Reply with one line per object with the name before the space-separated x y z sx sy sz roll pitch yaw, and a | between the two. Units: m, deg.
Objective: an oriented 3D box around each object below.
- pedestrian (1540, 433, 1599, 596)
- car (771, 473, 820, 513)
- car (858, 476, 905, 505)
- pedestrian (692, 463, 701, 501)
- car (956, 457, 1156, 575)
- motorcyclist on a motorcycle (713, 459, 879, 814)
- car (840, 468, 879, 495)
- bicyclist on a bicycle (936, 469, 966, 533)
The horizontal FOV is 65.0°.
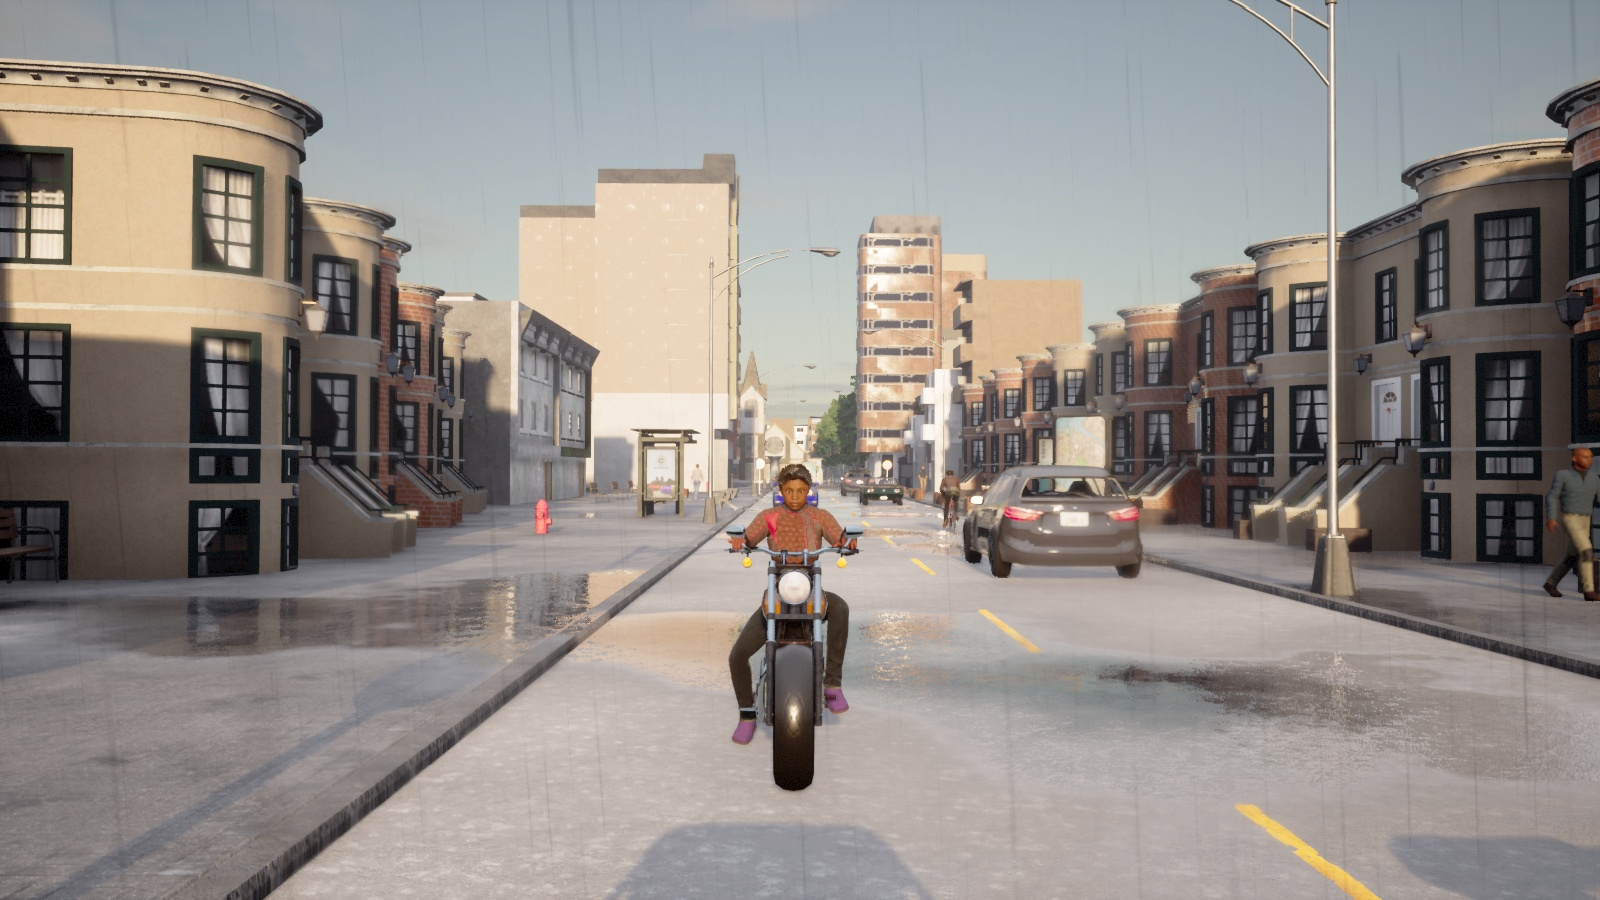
pedestrian | 8.997 0.732 14.518 0.370 1.835 0.726 0 -1 -9
car | -0.157 1.647 48.822 1.816 1.474 4.193 0 -1 0
car | 3.809 1.894 59.334 1.895 1.301 4.718 0 -1 0
pedestrian | -5.099 1.582 61.902 0.354 1.836 0.706 0 -1 0
car | 3.934 0.982 20.196 2.242 1.667 4.611 0 -1 0
motorcyclist on a motorcycle | -0.025 0.883 7.031 0.766 1.649 2.350 0 -1 0
car | 3.717 1.980 79.743 2.242 1.667 4.611 0 -1 0
bicyclist on a bicycle | 3.895 1.296 32.461 0.582 1.620 1.656 0 -1 0
